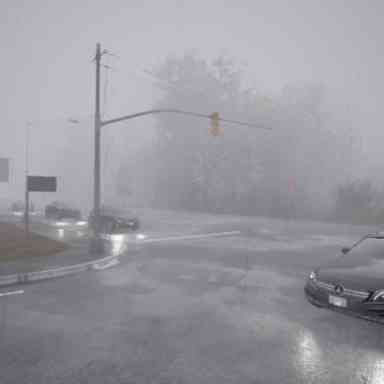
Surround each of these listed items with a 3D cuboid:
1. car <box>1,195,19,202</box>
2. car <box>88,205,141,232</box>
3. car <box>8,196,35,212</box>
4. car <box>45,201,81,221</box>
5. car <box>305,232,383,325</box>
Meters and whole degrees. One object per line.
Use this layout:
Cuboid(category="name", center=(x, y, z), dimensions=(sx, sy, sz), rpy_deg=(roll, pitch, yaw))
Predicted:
Cuboid(category="car", center=(-45.855, 1.693, 83.638), dimensions=(2.128, 1.511, 4.902), rpy_deg=(1, 0, -39))
Cuboid(category="car", center=(-5.029, 1.597, 21.187), dimensions=(1.837, 1.490, 4.892), rpy_deg=(1, 0, -39))
Cuboid(category="car", center=(-20.880, 1.627, 41.064), dimensions=(1.812, 1.442, 4.674), rpy_deg=(1, 0, -38))
Cuboid(category="car", center=(-11.283, 1.574, 29.014), dimensions=(1.882, 1.535, 5.008), rpy_deg=(1, 0, -38))
Cuboid(category="car", center=(4.354, 1.600, 6.955), dimensions=(4.674, 1.442, 1.812), rpy_deg=(1, 0, -35))
